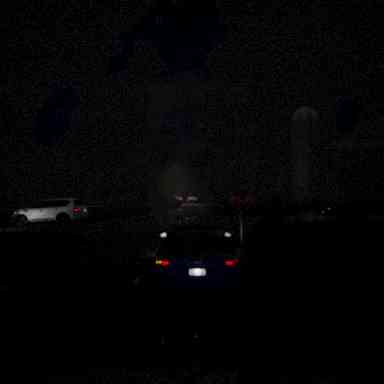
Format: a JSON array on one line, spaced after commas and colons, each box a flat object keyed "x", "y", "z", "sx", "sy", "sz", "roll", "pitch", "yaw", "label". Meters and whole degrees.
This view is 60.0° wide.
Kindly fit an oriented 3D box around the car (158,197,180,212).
[{"x": -2.849, "y": 1.574, "z": 39.448, "sx": 1.994, "sy": 1.385, "sz": 4.181, "roll": 0, "pitch": 0, "yaw": 0, "label": "car"}]

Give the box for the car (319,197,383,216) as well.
[{"x": 12.554, "y": 1.054, "z": 25.288, "sx": 5.357, "sy": 1.411, "sz": 2.033, "roll": -2, "pitch": -1, "yaw": -1, "label": "car"}]

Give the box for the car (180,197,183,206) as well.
[{"x": -2.838, "y": 1.630, "z": 48.815, "sx": 2.033, "sy": 1.411, "sz": 5.357, "roll": 0, "pitch": -1, "yaw": 0, "label": "car"}]

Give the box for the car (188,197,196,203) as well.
[{"x": -0.004, "y": 1.991, "z": 80.156, "sx": 2.033, "sy": 1.411, "sz": 5.357, "roll": 0, "pitch": -1, "yaw": 0, "label": "car"}]

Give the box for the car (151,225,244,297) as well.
[{"x": 0.101, "y": 1.543, "z": 8.570, "sx": 1.994, "sy": 1.385, "sz": 4.181, "roll": 0, "pitch": 0, "yaw": 0, "label": "car"}]

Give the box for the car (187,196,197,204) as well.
[{"x": -0.004, "y": 1.695, "z": 70.128, "sx": 2.097, "sy": 1.767, "sz": 4.553, "roll": 0, "pitch": -1, "yaw": 0, "label": "car"}]

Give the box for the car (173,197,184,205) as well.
[{"x": -2.754, "y": 1.843, "z": 69.411, "sx": 2.128, "sy": 1.511, "sz": 4.902, "roll": 0, "pitch": -1, "yaw": 0, "label": "car"}]

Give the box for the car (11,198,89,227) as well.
[{"x": -10.751, "y": 1.537, "z": 25.358, "sx": 5.566, "sy": 2.045, "sz": 2.150, "roll": -2, "pitch": -2, "yaw": 7, "label": "car"}]
